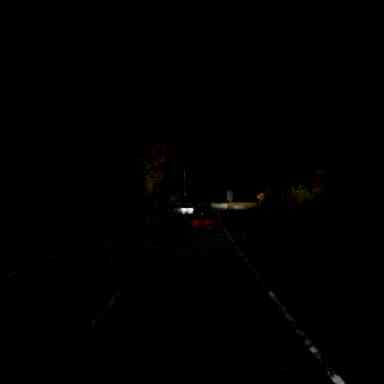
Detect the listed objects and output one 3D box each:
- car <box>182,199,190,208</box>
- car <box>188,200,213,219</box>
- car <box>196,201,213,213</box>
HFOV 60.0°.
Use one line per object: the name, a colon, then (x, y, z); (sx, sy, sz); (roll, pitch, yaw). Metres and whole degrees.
car: (-0.685, 2.071, 58.752); (2.128, 1.511, 4.902); (0, -1, 6)
car: (1.066, 1.823, 33.083); (2.128, 1.511, 4.902); (0, -1, 3)
car: (1.783, 2.000, 45.511); (2.033, 1.411, 5.357); (0, -1, 5)
